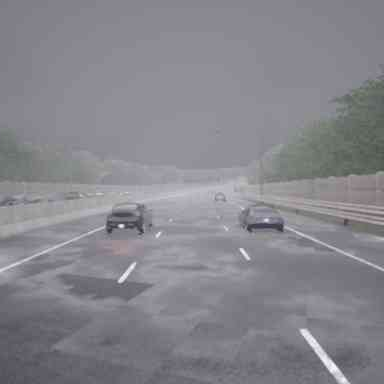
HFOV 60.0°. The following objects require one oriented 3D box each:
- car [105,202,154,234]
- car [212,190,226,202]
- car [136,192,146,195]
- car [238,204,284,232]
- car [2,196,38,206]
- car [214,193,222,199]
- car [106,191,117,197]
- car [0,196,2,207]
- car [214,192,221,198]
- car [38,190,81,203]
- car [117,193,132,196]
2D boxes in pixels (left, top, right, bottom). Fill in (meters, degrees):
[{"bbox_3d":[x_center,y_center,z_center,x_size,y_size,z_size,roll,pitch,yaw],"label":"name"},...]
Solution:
[{"bbox_3d":[-3.243,1.305,17.855,1.837,1.490,4.892,0,1,1],"label":"car"},{"bbox_3d":[5.045,0.900,59.478,2.033,1.649,4.856,0,0,3],"label":"car"},{"bbox_3d":[-11.544,0.703,75.687,1.882,1.535,5.008,0,0,4],"label":"car"},{"bbox_3d":[3.773,1.366,18.714,1.994,1.385,4.181,0,1,1],"label":"car"},{"bbox_3d":[-17.061,1.219,34.384,1.895,1.301,4.718,0,1,2],"label":"car"},{"bbox_3d":[6.365,0.878,81.227,1.994,1.385,4.181,0,0,4],"label":"car"},{"bbox_3d":[-18.453,0.597,77.323,1.882,1.535,5.008,0,0,4],"label":"car"},{"bbox_3d":[-20.515,1.144,35.983,2.033,1.411,5.357,0,1,2],"label":"car"},{"bbox_3d":[7.177,0.717,92.089,1.882,1.535,5.008,0,0,5],"label":"car"},{"bbox_3d":[-13.539,0.842,35.011,2.150,2.045,5.566,0,0,2],"label":"car"},{"bbox_3d":[-15.039,0.807,75.887,1.895,1.301,4.718,0,0,4],"label":"car"}]
